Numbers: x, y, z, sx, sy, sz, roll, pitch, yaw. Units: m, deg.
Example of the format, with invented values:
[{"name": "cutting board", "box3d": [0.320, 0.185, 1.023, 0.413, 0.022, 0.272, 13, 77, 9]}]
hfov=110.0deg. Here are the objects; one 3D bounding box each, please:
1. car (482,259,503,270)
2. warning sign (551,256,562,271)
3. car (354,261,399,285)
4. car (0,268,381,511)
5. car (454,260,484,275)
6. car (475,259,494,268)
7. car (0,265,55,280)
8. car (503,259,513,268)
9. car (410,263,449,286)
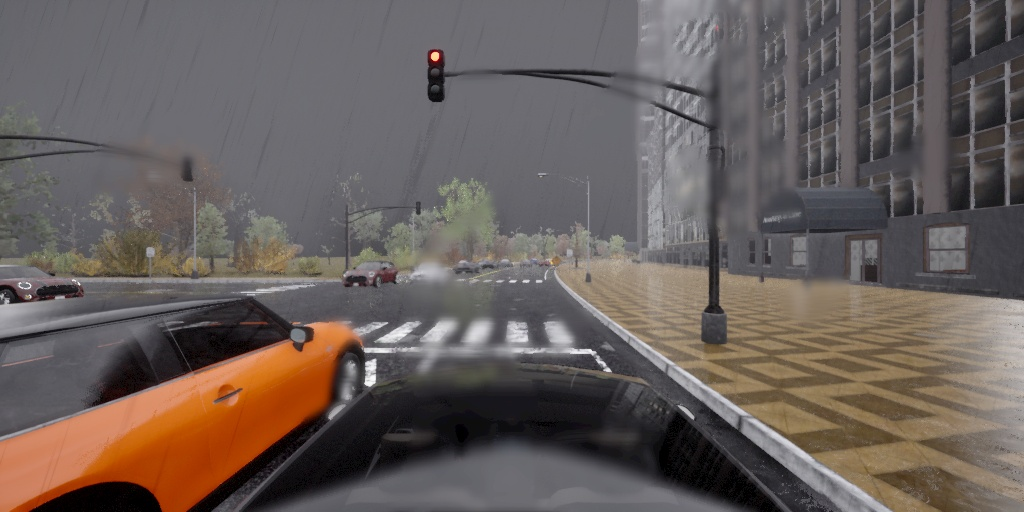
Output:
[{"name": "car", "box3d": [-3.029, 1.353, 51.625, 1.895, 1.301, 4.718, 0, 0, 8]}, {"name": "warning sign", "box3d": [5.473, 0.870, 44.136, 1.300, 1.860, 1.060, 0, 0, 7]}, {"name": "car", "box3d": [-9.108, 1.099, 23.474, 2.097, 1.767, 4.553, 0, 0, 4]}, {"name": "car", "box3d": [-3.102, 1.102, 3.209, 2.097, 1.767, 4.553, 0, 0, 0]}, {"name": "car", "box3d": [-4.638, 1.350, 38.234, 1.895, 1.301, 4.718, 0, 0, 6]}, {"name": "car", "box3d": [-4.674, 1.243, 62.241, 2.128, 1.511, 4.902, 0, 0, 10]}, {"name": "car", "box3d": [-20.962, 1.159, 14.990, 4.553, 1.767, 2.097, 0, 0, 4]}, {"name": "car", "box3d": [-1.137, 1.281, 63.589, 1.812, 1.442, 4.674, 0, 0, 10]}, {"name": "car", "box3d": [-5.730, 1.273, 25.475, 1.812, 1.442, 4.674, 0, 0, 4]}]
